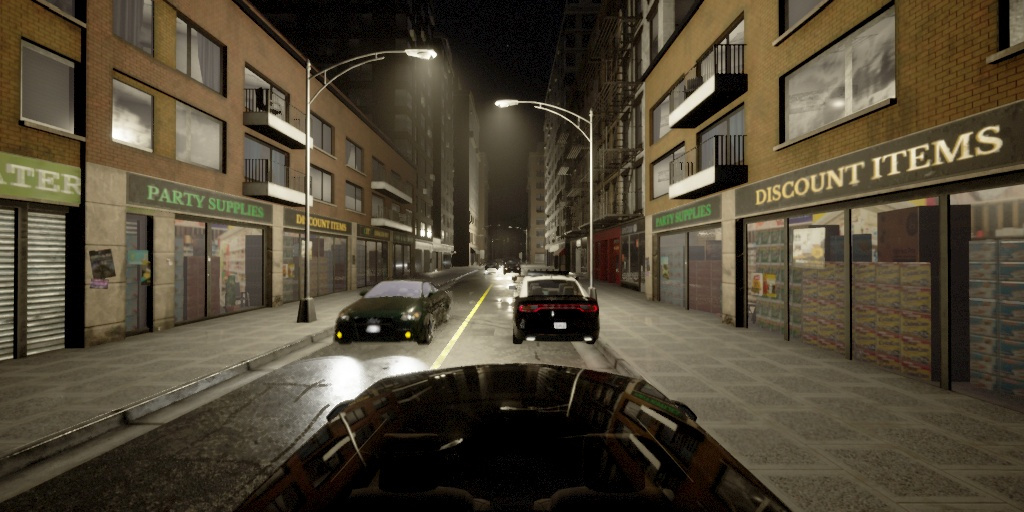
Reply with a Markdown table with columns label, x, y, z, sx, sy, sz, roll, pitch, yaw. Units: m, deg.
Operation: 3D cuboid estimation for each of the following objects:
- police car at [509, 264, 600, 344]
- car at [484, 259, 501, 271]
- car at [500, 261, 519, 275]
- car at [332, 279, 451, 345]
| label | x | y | z | sx | sy | sz | roll | pitch | yaw |
| --- | --- | --- | --- | --- | --- | --- | --- | --- | --- |
| police car | 0.953 | 1.178 | 9.702 | 1.930 | 1.638 | 5.238 | 0 | 0 | 0 |
| car | -2.913 | 1.312 | 51.619 | 1.812 | 1.442 | 4.674 | 0 | 0 | 0 |
| car | 0.028 | 1.373 | 39.283 | 1.895 | 1.301 | 4.718 | 0 | 0 | 0 |
| car | -2.859 | 1.315 | 9.383 | 1.994 | 1.385 | 4.181 | 0 | 0 | 0 |
